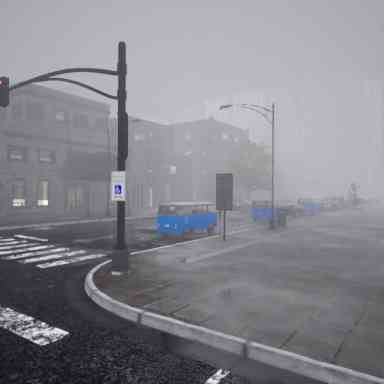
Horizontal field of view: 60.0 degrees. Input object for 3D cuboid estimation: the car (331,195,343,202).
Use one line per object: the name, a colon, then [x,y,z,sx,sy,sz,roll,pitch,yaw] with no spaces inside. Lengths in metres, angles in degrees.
car: [37.478,1.711,85.753,1.967,1.590,4.097,0,0,35]

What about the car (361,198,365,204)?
car: [28.543,1.747,58.473,1.752,1.417,4.829,0,0,35]

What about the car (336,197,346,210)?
car: [18.917,1.729,44.781,1.947,1.339,4.313,0,0,35]

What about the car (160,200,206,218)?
car: [-0.728,1.558,31.408,1.752,1.417,4.829,0,0,35]

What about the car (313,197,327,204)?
car: [27.853,1.728,72.062,1.752,1.417,4.829,0,0,35]

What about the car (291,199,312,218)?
car: [9.390,1.655,31.230,1.887,1.381,4.507,0,0,35]

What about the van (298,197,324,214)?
van: [12.567,1.468,35.747,1.690,1.788,3.998,0,0,35]

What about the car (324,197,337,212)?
car: [15.840,1.671,40.404,1.752,1.417,4.829,0,0,35]

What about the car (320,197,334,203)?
car: [31.126,1.791,76.719,1.947,1.339,4.313,0,0,35]

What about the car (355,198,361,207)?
car: [25.271,1.516,53.817,2.192,1.841,5.009,0,0,35]

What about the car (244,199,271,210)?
car: [8.897,1.628,45.100,1.887,1.381,4.507,0,0,35]

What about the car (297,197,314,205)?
car: [21.600,1.705,63.167,1.887,1.381,4.507,0,0,35]

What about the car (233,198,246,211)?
car: [5.722,1.506,40.583,1.967,1.590,4.097,0,0,35]

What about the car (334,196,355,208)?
car: [22.095,1.497,49.300,2.192,1.841,5.009,0,0,35]

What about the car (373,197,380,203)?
car: [44.324,1.899,80.919,1.947,1.339,4.313,0,0,35]

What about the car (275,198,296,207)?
car: [15.248,1.665,54.133,1.887,1.381,4.507,0,0,35]

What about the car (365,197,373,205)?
car: [34.796,1.809,67.368,1.887,1.381,4.507,0,0,35]

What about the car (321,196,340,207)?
car: [22.943,1.533,55.002,2.097,1.767,4.553,1,0,35]

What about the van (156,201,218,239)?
van: [-0.136,1.406,17.679,1.690,1.788,3.998,0,0,35]

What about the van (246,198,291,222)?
van: [6.216,1.436,26.713,1.690,1.788,3.998,0,0,35]
